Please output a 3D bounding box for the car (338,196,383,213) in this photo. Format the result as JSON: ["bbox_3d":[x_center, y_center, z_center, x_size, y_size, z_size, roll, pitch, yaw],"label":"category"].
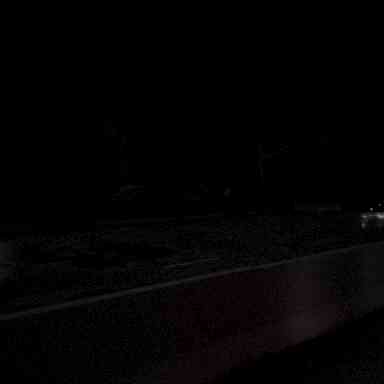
[{"bbox_3d":[15.512,1.176,30.903,1.895,1.301,4.718,-1,0,0],"label":"car"}]

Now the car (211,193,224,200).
[{"bbox_3d":[5.427,0.876,70.310,1.994,1.385,4.181,-1,1,-6],"label":"car"}]

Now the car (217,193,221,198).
[{"bbox_3d":[4.009,1.086,51.433,2.033,1.411,5.357,-1,1,-35],"label":"car"}]
